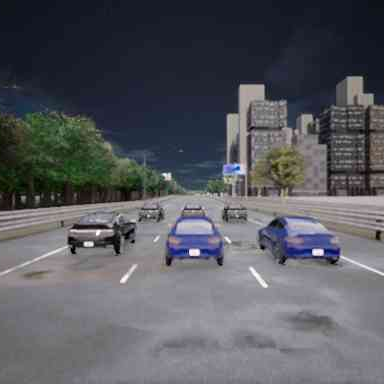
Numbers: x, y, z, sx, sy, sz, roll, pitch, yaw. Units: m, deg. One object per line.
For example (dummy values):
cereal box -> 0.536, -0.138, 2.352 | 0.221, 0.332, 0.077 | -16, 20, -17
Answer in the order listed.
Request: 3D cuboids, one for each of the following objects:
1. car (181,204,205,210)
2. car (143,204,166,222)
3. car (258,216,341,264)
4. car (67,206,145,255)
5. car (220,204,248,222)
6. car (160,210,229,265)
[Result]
car -> 0.086, 1.736, 28.768 | 2.128, 1.511, 4.902 | 0, -1, 0
car -> -3.413, 1.736, 28.776 | 2.128, 1.511, 4.902 | 0, -1, 0
car -> 3.578, 1.556, 11.735 | 1.812, 1.442, 4.674 | 0, 0, 0
car -> -3.416, 1.538, 13.443 | 2.128, 1.511, 4.902 | 0, -1, 0
car -> 3.586, 1.736, 28.764 | 2.128, 1.511, 4.902 | 0, -1, 0
car -> 0.079, 1.556, 11.718 | 1.812, 1.442, 4.674 | 0, 0, 0
